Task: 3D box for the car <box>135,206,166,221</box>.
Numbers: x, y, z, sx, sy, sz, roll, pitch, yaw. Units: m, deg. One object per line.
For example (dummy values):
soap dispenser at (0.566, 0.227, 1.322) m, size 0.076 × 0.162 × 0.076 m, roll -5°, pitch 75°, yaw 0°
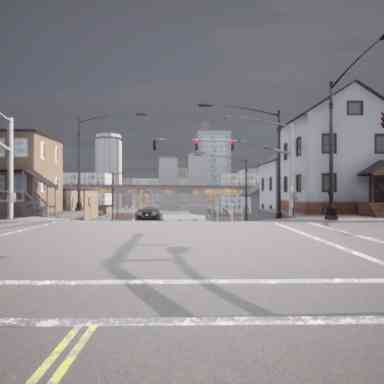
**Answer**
car at (-3.673, 1.934, 28.879) m, size 1.994 × 1.385 × 4.181 m, roll 0°, pitch -8°, yaw 0°
